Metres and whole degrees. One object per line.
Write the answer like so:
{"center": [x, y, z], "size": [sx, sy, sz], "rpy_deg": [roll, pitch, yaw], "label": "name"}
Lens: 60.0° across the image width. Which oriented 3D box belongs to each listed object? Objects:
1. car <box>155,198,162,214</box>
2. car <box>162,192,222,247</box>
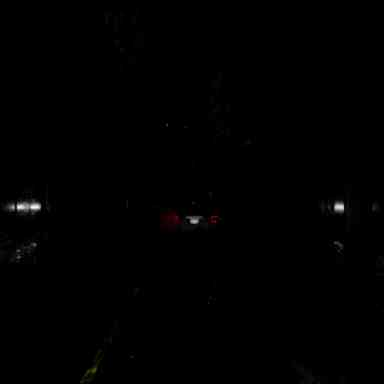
{"center": [-2.595, 1.372, 33.414], "size": [1.837, 1.490, 4.892], "rpy_deg": [0, 0, 0], "label": "car"}
{"center": [0.093, 1.158, 14.807], "size": [2.150, 2.045, 5.566], "rpy_deg": [0, 0, 0], "label": "car"}
